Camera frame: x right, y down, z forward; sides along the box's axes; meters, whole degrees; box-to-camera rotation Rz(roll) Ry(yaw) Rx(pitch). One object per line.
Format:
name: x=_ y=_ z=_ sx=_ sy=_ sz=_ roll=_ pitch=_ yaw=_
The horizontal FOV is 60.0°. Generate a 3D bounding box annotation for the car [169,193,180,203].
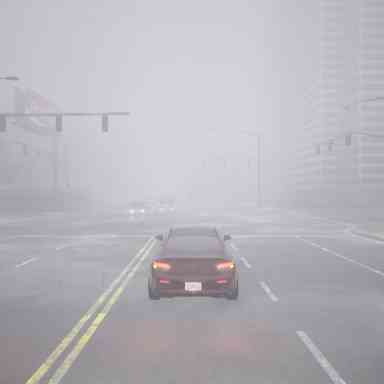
car: x=-3.782 y=1.225 z=72.025 sx=2.150 sy=2.045 sz=5.566 roll=0 pitch=0 yaw=0

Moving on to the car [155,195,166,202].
car: x=-7.304 y=1.525 z=77.458 sx=2.128 sy=1.511 sz=4.902 roll=0 pitch=0 yaw=0

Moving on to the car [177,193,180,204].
car: x=-3.804 y=1.221 z=61.598 sx=2.150 sy=2.045 sz=5.566 roll=0 pitch=0 yaw=0

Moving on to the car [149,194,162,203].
car: x=-7.287 y=1.352 z=67.043 sx=2.097 sy=1.767 sz=4.553 roll=0 pitch=0 yaw=0

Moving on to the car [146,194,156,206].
car: x=-7.306 y=1.525 z=56.821 sx=1.812 sy=1.442 sz=4.674 roll=0 pitch=0 yaw=0

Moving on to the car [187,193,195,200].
car: x=-0.348 y=1.184 z=88.345 sx=2.097 sy=1.767 sz=4.553 roll=0 pitch=0 yaw=0

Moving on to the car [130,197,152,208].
car: x=-7.313 y=1.601 z=46.584 sx=1.895 sy=1.301 sz=4.718 roll=0 pitch=0 yaw=1

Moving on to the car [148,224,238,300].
car: x=0.033 y=1.526 z=8.264 sx=1.812 sy=1.442 sz=4.674 roll=0 pitch=0 yaw=0

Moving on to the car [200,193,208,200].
car: x=3.152 y=1.184 z=88.360 sx=2.097 sy=1.767 sz=4.553 roll=0 pitch=0 yaw=0

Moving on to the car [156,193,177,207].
car: x=-3.811 y=1.223 z=50.568 sx=2.150 sy=2.045 sz=5.566 roll=0 pitch=0 yaw=-3

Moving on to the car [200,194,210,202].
car: x=3.193 y=1.515 z=78.072 sx=2.128 sy=1.511 sz=4.902 roll=0 pitch=0 yaw=0

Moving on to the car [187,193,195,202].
car: x=-0.308 y=1.584 z=78.440 sx=1.895 sy=1.301 sz=4.718 roll=0 pitch=0 yaw=0
